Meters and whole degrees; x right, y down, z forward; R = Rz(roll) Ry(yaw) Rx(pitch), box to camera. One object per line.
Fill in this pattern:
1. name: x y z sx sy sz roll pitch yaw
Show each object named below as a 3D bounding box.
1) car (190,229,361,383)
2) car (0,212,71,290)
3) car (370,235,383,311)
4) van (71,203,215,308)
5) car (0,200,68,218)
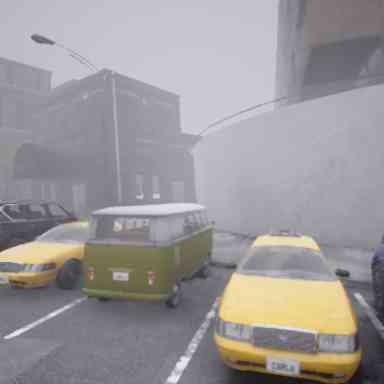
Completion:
1. car: 1.668 1.495 6.022 1.946 1.575 5.366 1 -1 16
2. car: -3.210 1.506 9.504 1.946 1.575 5.366 0 -1 16
3. car: 4.161 1.247 4.491 2.435 2.045 5.566 0 -1 16
4. van: -0.693 1.280 8.057 1.878 1.987 4.442 0 -1 16
5. car: -5.588 1.274 11.455 2.435 2.045 5.566 0 -1 16
